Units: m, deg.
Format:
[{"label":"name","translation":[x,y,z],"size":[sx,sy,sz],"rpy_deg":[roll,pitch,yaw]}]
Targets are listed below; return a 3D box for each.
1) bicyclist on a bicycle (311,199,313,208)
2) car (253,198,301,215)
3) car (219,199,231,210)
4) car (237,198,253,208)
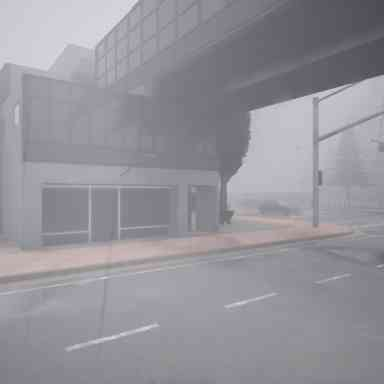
[{"label":"bicyclist on a bicycle","translation":[15.798,1.301,42.775],"size":[1.656,1.620,0.582],"rpy_deg":[0,0,-36]},{"label":"car","translation":[8.765,1.526,33.745],"size":[1.812,1.442,4.674],"rpy_deg":[0,0,-36]},{"label":"car","translation":[2.834,1.478,41.994],"size":[1.882,1.535,5.008],"rpy_deg":[0,0,-36]},{"label":"car","translation":[8.659,1.547,46.202],"size":[2.033,1.411,5.357],"rpy_deg":[0,0,-36]}]
